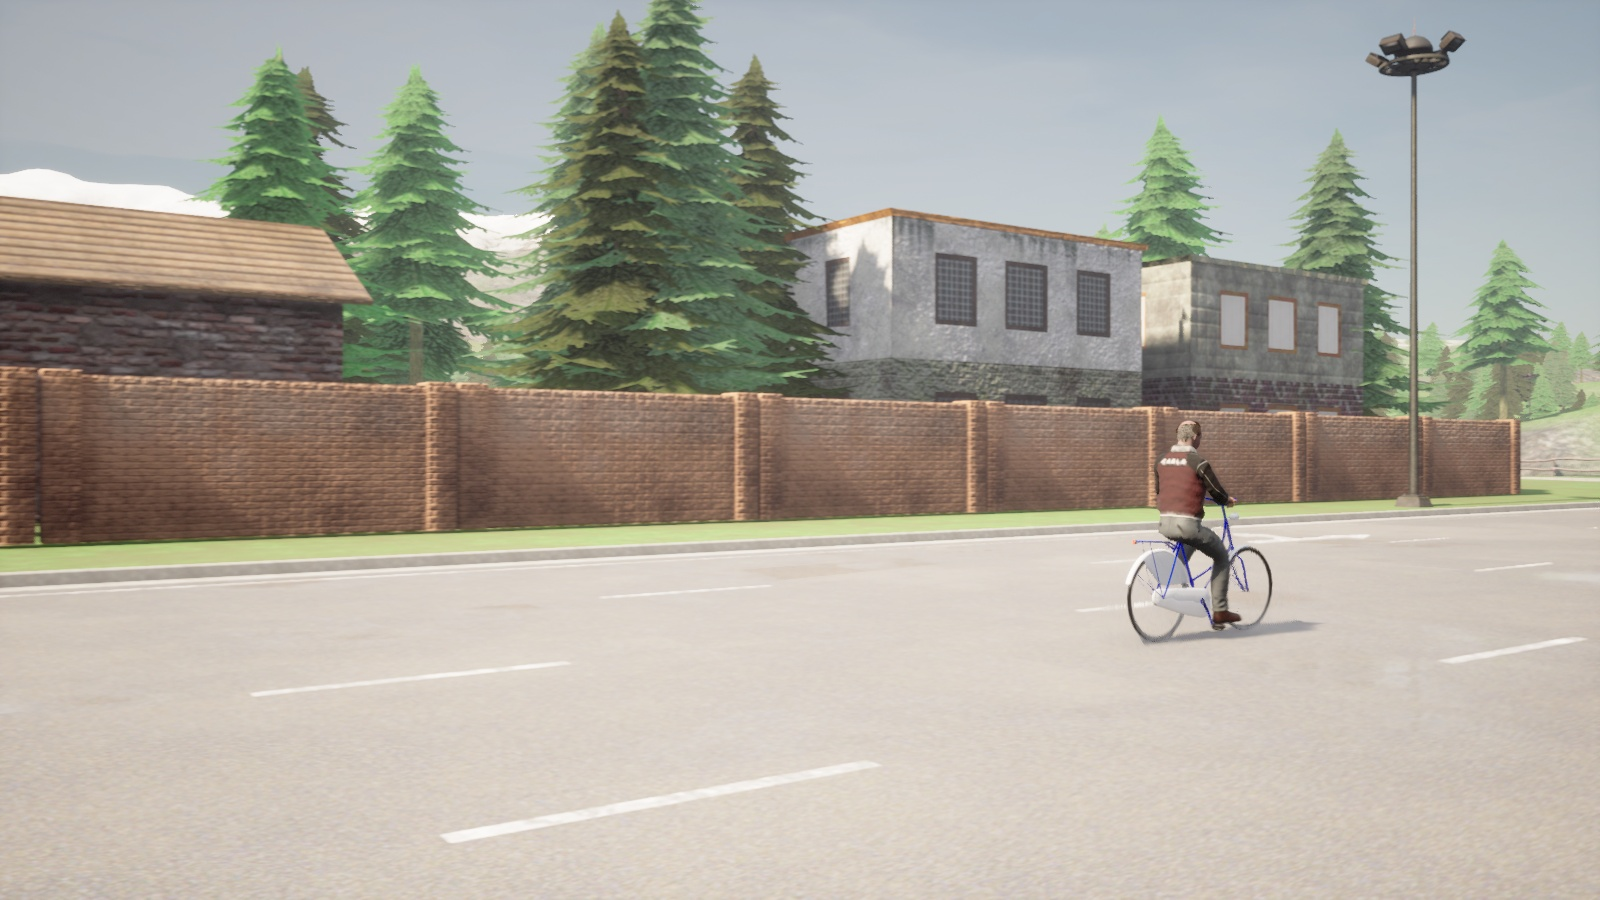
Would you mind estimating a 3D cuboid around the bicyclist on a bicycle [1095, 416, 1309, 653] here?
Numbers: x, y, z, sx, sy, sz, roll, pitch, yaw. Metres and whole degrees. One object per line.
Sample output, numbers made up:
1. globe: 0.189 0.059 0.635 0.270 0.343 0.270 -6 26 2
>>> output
1. bicyclist on a bicycle: 3.293 0.633 10.216 1.843 1.776 0.659 0 0 -35
